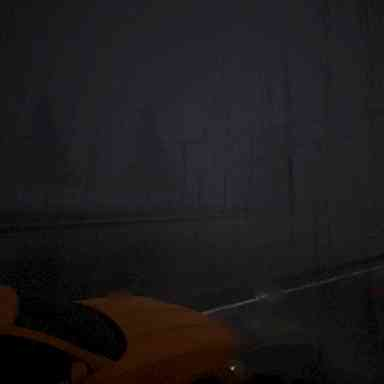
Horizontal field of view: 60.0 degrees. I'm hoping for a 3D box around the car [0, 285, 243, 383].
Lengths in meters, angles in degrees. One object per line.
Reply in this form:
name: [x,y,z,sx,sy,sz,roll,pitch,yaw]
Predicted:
car: [-1.810,1.477,2.453,5.008,1.535,1.882,1,0,-35]
